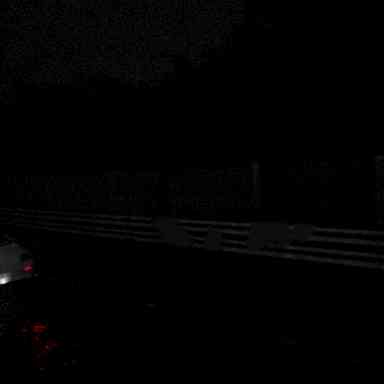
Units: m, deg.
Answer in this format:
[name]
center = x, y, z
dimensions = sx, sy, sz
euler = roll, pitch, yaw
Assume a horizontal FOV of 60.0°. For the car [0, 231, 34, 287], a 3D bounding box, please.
[car]
center = -5.672, 1.544, 8.107
dimensions = 4.674, 1.442, 1.812
euler = 0, 0, 36
